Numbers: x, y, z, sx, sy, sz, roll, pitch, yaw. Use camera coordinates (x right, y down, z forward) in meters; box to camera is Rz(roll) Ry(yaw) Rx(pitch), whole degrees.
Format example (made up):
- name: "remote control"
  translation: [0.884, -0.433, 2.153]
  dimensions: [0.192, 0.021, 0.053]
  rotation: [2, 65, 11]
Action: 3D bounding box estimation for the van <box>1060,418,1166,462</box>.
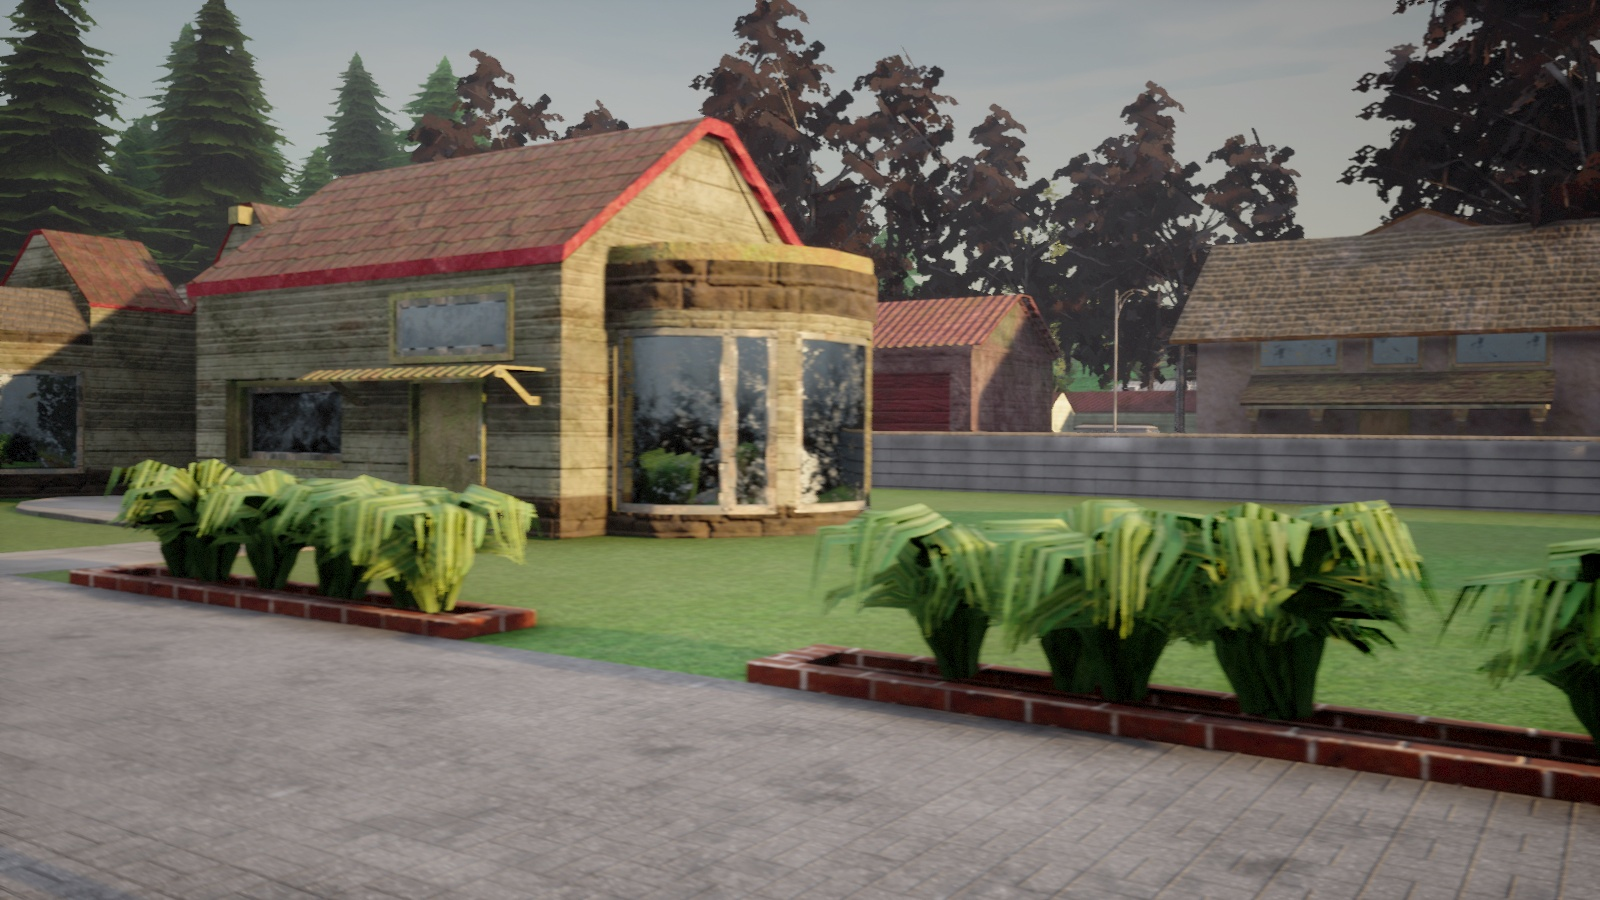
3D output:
- name: "van"
  translation: [14.614, -0.450, 58.737]
  dimensions: [4.442, 1.987, 1.775]
  rotation: [0, 1, 34]
